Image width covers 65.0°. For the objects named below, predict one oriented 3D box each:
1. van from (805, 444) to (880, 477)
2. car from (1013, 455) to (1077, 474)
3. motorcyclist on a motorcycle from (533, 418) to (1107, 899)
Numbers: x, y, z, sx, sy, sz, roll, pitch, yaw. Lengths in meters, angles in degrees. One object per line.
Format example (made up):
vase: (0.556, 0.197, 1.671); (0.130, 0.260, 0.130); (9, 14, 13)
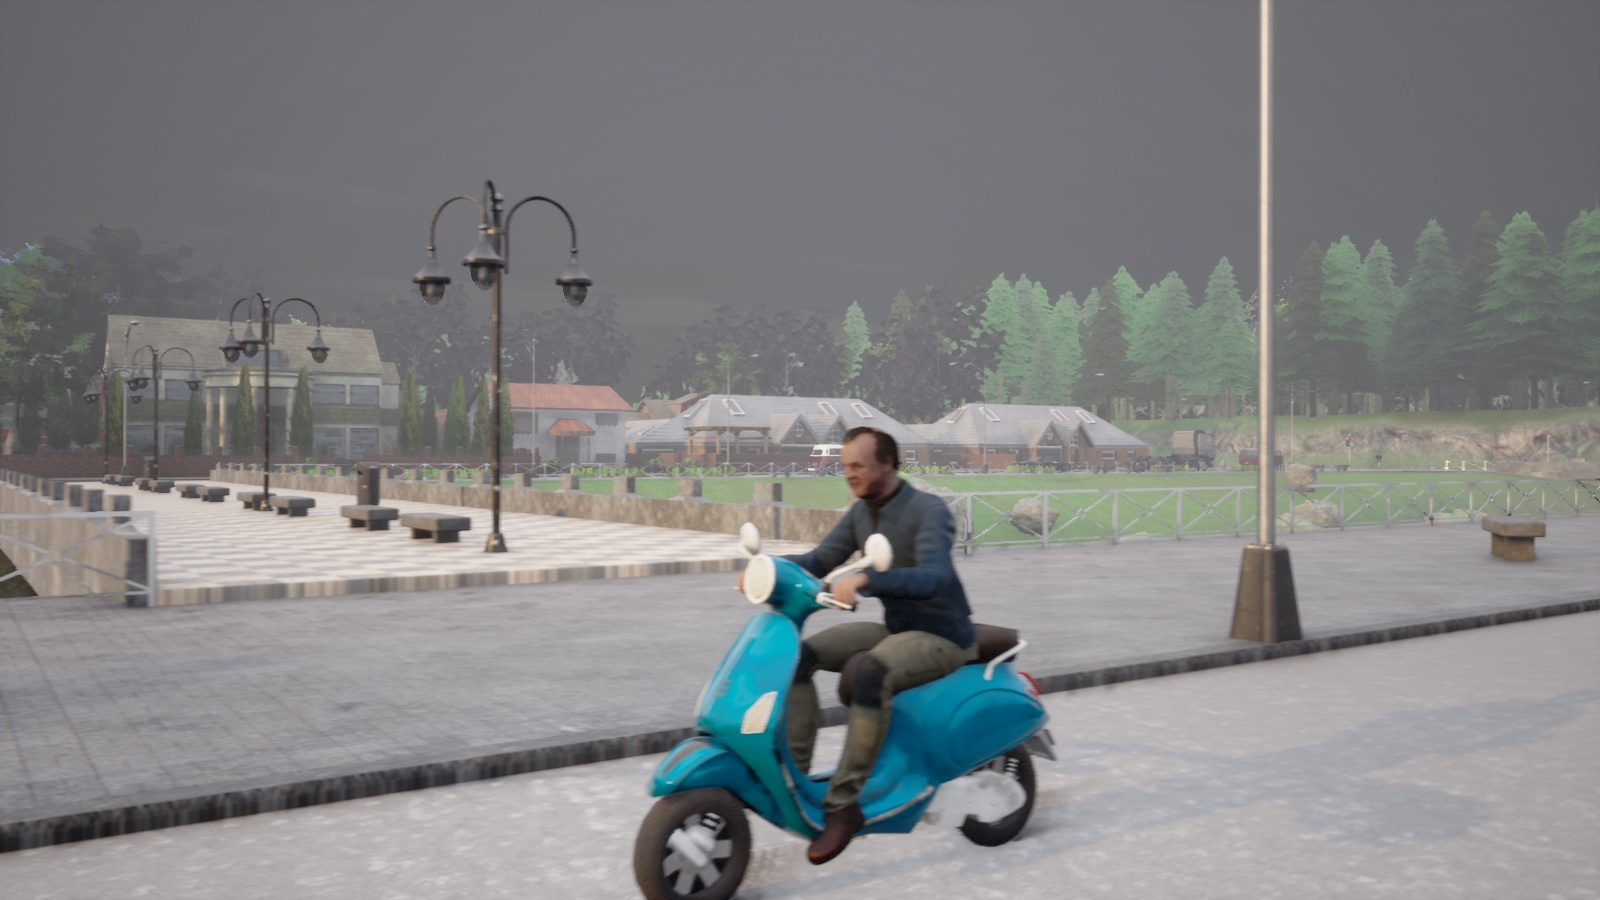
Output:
van: (2.768, 0.662, 81.335); (4.480, 2.038, 2.069); (0, 0, -35)
car: (17.932, 1.032, 91.884); (4.718, 1.301, 1.895); (0, 0, -35)
motorcyclist on a motorcycle: (0.107, 0.709, 4.342); (1.817, 1.590, 0.866); (0, 0, -35)
